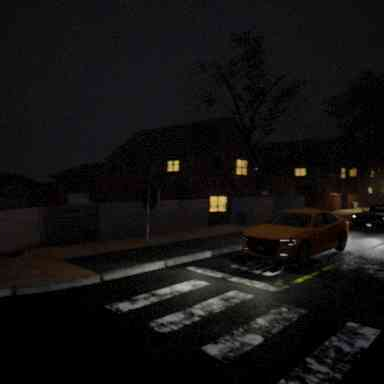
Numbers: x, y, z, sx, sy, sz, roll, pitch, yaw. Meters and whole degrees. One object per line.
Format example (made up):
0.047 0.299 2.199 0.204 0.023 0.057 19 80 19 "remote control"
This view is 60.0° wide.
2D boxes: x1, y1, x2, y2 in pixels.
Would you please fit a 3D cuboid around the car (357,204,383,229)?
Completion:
10.542 1.363 18.597 1.895 1.301 4.718 2 2 43 "car"

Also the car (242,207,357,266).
3.666 1.315 11.314 1.882 1.535 5.008 2 2 43 "car"
